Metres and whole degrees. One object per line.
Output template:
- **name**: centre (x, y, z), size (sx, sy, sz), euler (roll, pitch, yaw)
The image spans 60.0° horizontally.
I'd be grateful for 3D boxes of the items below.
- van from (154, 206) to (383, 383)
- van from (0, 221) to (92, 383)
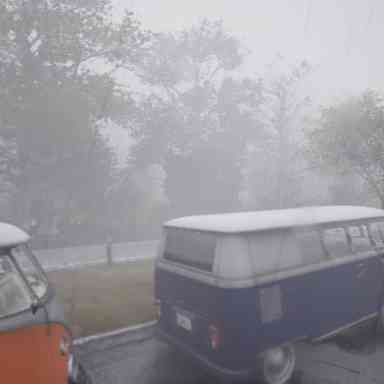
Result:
- **van**: centre (1.688, 1.254, 5.204), size (4.442, 1.987, 1.878), euler (-1, -1, -35)
- **van**: centre (-2.916, 1.245, 2.031), size (4.442, 1.987, 1.878), euler (-1, -1, -35)
